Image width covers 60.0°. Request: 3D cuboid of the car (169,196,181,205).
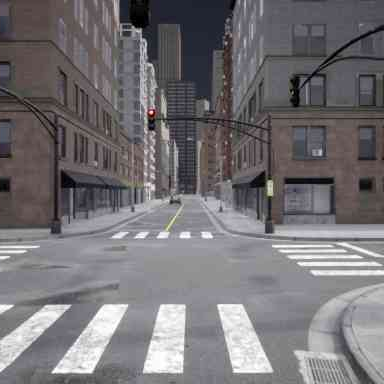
[{"bbox_3d":[-2.979,1.458,59.658,1.882,1.535,5.008,0,0,0],"label":"car"}]
